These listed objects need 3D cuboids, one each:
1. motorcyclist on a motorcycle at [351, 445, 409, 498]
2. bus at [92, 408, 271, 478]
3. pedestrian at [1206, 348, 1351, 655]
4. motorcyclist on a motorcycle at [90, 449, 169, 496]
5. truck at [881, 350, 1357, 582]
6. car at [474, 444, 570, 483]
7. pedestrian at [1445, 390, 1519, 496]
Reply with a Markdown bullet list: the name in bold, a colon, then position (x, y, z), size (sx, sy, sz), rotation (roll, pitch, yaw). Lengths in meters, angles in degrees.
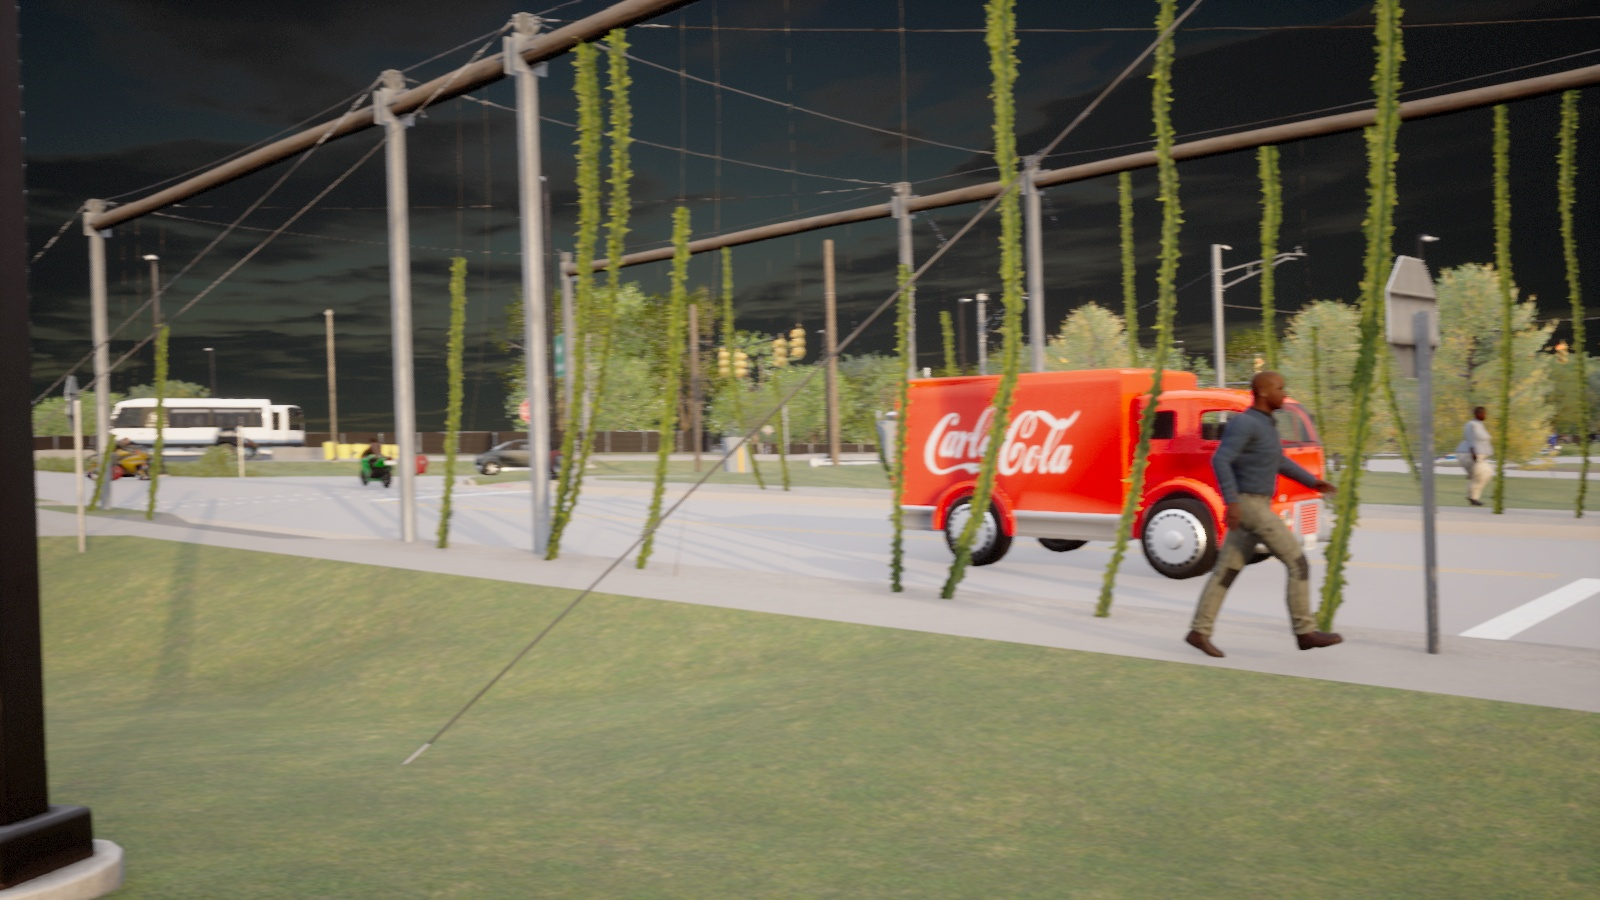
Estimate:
- **motorcyclist on a motorcycle**: position (-12.699, 0.619, 37.955), size (0.797, 1.523, 2.044), rotation (-3, 3, -44)
- **bus**: position (-40.650, -0.485, 83.096), size (10.273, 4.253, 3.944), rotation (-2, 0, -22)
- **pedestrian**: position (2.982, 0.320, 7.827), size (0.726, 1.835, 0.370), rotation (-3, 0, 27)
- **motorcyclist on a motorcycle**: position (-22.660, 0.762, 42.458), size (2.191, 1.530, 0.866), rotation (-1, 0, -14)
- **truck**: position (3.944, 0.158, 16.059), size (5.204, 2.467, 2.627), rotation (-1, 2, 42)
- **car**: position (-11.822, 0.556, 53.363), size (3.705, 1.549, 1.789), rotation (-1, -1, -23)
- **pedestrian**: position (12.281, -0.126, 22.612), size (0.900, 1.855, 0.874), rotation (-3, 0, 42)
